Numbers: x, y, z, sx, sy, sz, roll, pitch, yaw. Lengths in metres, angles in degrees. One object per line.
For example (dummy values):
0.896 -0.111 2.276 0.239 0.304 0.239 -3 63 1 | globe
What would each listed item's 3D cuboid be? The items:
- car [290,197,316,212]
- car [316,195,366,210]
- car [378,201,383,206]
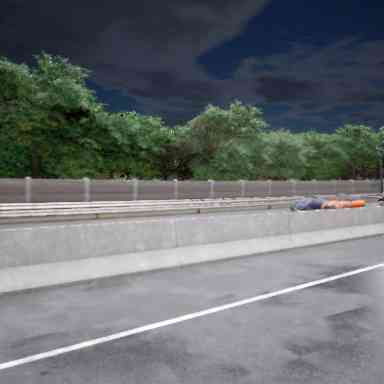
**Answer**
11.942 1.259 33.523 4.674 1.442 1.812 -1 1 -34 | car
13.993 1.086 30.682 4.553 1.767 2.097 -1 1 -34 | car
18.349 1.179 29.401 4.902 1.511 2.128 -1 1 -34 | car
